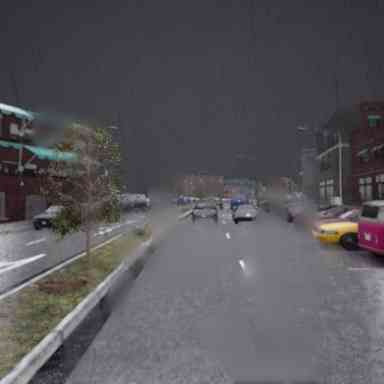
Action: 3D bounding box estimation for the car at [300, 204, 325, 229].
[{"bbox_3d":[8.124,1.517,16.474,4.674,1.452,2.002,0,0,3],"label":"car"}]

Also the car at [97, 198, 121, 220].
[{"bbox_3d":[-7.797,1.501,26.896,2.163,1.488,4.792,0,0,6],"label":"car"}]

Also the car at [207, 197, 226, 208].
[{"bbox_3d":[3.106,1.464,43.063,1.837,1.490,4.892,0,-1,8],"label":"car"}]

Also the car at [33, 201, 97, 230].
[{"bbox_3d":[-8.224,1.488,21.419,2.097,1.535,5.008,0,0,4],"label":"car"}]

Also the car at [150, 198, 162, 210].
[{"bbox_3d":[-5.787,1.505,43.441,2.002,1.452,4.674,0,0,9],"label":"car"}]

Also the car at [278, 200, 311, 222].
[{"bbox_3d":[8.478,1.487,21.922,4.792,1.488,2.163,0,0,4],"label":"car"}]

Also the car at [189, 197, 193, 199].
[{"bbox_3d":[-1.627,1.627,65.240,2.185,1.767,4.553,0,-1,14],"label":"car"}]

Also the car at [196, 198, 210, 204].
[{"bbox_3d":[2.664,2.196,81.240,2.163,1.488,4.792,0,-2,17],"label":"car"}]

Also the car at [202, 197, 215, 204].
[{"bbox_3d":[4.373,2.190,86.710,2.185,1.767,4.553,0,-2,19],"label":"car"}]

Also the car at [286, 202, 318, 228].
[{"bbox_3d":[8.243,1.498,19.203,4.792,1.488,2.163,0,0,4],"label":"car"}]

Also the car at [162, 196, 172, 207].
[{"bbox_3d":[-4.912,1.544,48.914,2.002,1.452,4.674,0,-1,10],"label":"car"}]

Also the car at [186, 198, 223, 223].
[{"bbox_3d":[1.043,1.471,25.151,2.128,1.511,4.902,0,0,5],"label":"car"}]

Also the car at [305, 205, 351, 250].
[{"bbox_3d":[7.814,1.479,13.756,5.366,1.575,1.946,0,0,3],"label":"car"}]

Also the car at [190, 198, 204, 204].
[{"bbox_3d":[1.118,2.062,75.943,2.002,1.452,4.674,0,-2,16],"label":"car"}]

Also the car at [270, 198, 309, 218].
[{"bbox_3d":[8.649,1.446,24.649,4.892,1.521,2.231,0,0,5],"label":"car"}]

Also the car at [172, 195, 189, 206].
[{"bbox_3d":[-2.860,1.395,59.771,2.435,2.045,5.566,0,-1,13],"label":"car"}]

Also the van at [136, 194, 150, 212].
[{"bbox_3d":[-6.598,1.221,37.828,1.878,1.987,4.442,0,0,8],"label":"van"}]

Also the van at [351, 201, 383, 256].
[{"bbox_3d":[8.022,1.261,11.013,4.442,1.987,1.878,0,0,2],"label":"van"}]

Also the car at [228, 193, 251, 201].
[{"bbox_3d":[6.007,1.170,42.250,2.150,2.045,5.566,0,0,8],"label":"car"}]

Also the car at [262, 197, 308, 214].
[{"bbox_3d":[9.134,1.445,30.217,4.792,1.488,2.163,0,0,6],"label":"car"}]

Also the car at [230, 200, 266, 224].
[{"bbox_3d":[4.020,1.537,24.744,1.994,1.385,4.181,0,0,5],"label":"car"}]

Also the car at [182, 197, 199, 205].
[{"bbox_3d":[-0.288,1.882,70.710,2.231,1.521,4.892,0,-2,15],"label":"car"}]

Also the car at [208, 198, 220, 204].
[{"bbox_3d":[6.145,2.458,91.937,2.097,1.535,5.008,-1,-2,20],"label":"car"}]

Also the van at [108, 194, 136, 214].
[{"bbox_3d":[-7.251,1.227,32.328,1.878,1.987,4.442,0,0,7],"label":"van"}]

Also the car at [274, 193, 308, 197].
[{"bbox_3d":[9.754,1.150,35.647,5.566,2.045,2.435,0,0,8],"label":"car"}]
